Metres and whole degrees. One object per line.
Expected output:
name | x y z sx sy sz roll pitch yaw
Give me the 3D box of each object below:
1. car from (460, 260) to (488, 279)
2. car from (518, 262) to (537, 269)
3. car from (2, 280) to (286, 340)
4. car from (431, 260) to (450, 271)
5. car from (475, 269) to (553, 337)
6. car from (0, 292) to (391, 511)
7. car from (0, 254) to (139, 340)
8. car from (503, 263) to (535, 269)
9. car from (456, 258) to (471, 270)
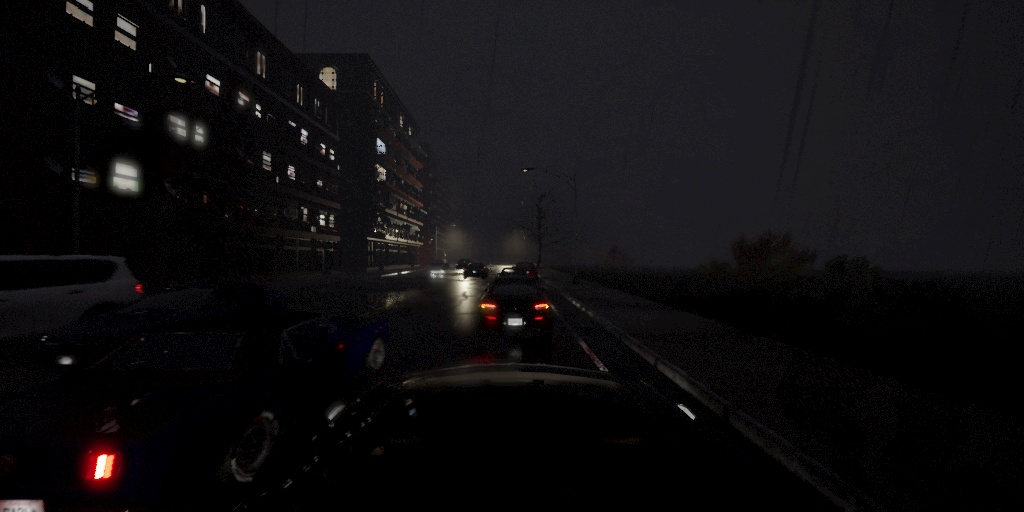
car | -3.215 1.318 32.525 1.994 1.385 4.181 0 0 0
car | 1.077 1.232 29.850 1.882 1.535 5.008 0 0 0
car | -6.615 1.277 7.646 1.812 1.442 4.674 0 0 0
car | -9.950 1.245 50.079 2.128 1.511 4.902 0 0 0
car | 0.074 1.277 10.155 1.812 1.442 4.674 0 0 0
car | -3.159 1.351 4.527 1.895 1.301 4.718 0 0 0
car | -9.861 0.972 6.243 2.150 2.045 5.566 0 0 0
car | 0.061 1.317 20.322 1.994 1.385 4.181 0 0 0
car | -6.701 1.105 50.897 2.097 1.767 4.553 0 0 0
